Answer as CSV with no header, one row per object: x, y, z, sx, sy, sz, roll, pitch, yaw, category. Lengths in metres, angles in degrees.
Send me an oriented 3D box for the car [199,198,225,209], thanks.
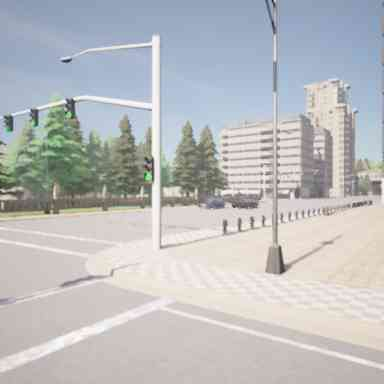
2.730,1.518,44.317,1.812,1.442,4.674,0,0,36,car

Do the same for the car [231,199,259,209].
7.128,1.595,44.445,1.895,1.301,4.718,0,0,36,car
